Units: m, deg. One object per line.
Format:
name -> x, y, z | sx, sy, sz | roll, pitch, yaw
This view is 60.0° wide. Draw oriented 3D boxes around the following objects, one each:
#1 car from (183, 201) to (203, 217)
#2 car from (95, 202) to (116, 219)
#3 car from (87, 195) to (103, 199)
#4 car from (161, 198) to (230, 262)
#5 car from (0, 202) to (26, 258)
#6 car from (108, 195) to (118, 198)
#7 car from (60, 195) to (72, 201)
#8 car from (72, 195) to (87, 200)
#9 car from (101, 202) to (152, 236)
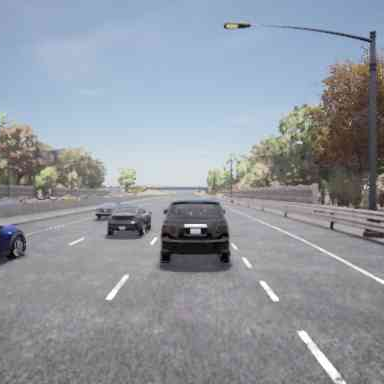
car -> 0.103, 1.621, 33.106 | 1.895, 1.301, 4.718 | 0, 0, 0
car -> -6.898, 1.562, 28.972 | 2.033, 1.411, 5.357 | 0, 0, 0
car -> -20.999, 1.456, 73.307 | 1.837, 1.490, 4.892 | 0, 0, 0
car -> 0.101, 1.224, 12.241 | 2.150, 2.045, 5.566 | 0, 0, 0
car -> -6.902, 1.353, 9.854 | 2.097, 1.767, 4.553 | 0, 0, 0
car -> -17.499, 1.463, 74.701 | 2.033, 1.411, 5.357 | 0, 0, 0
car -> -27.999, 1.400, 74.702 | 1.882, 1.535, 5.008 | 0, 0, 0
car -> -24.499, 1.448, 74.701 | 2.128, 1.511, 4.902 | 0, 0, 0
car -> -3.400, 1.511, 18.640 | 1.837, 1.490, 4.892 | 0, 0, 0
